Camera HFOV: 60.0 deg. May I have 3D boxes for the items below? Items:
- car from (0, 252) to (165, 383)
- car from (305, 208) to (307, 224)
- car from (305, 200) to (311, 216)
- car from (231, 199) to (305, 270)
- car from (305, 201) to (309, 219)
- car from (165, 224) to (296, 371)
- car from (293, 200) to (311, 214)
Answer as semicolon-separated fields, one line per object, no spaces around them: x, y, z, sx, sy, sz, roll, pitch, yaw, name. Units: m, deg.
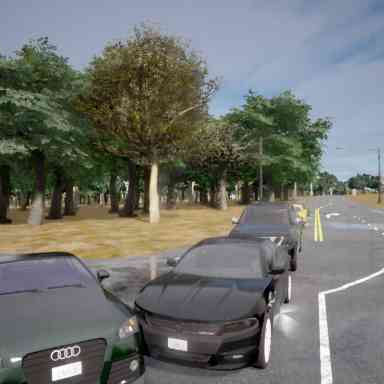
-2.309;1.643;4.967;1.994;1.385;4.181;1;-2;-33;car
5.085;1.774;18.309;1.895;1.301;4.718;-1;0;21;car
9.293;1.724;29.567;1.812;1.442;4.674;-1;0;21;car
2.858;1.459;12.405;2.150;2.045;5.566;-2;0;21;car
7.234;1.664;24.063;1.882;1.535;5.008;-1;0;21;car
0.737;1.613;6.264;1.882;1.535;5.008;-1;-2;21;car
13.316;1.747;40.152;1.812;1.442;4.674;-1;0;21;car
